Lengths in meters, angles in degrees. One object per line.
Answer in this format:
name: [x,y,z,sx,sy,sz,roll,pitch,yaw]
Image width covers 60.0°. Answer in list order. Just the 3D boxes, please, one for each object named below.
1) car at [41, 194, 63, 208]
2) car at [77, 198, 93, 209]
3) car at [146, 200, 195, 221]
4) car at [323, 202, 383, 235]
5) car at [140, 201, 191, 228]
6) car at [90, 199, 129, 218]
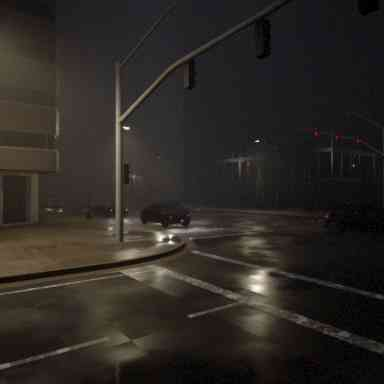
car: [-20.645,1.278,48.834,2.150,2.045,5.566,0,0,-36]
car: [-14.565,1.547,46.389,2.128,1.511,4.902,0,0,-36]
car: [-2.025,1.533,29.217,1.882,1.535,5.008,0,1,-36]
car: [9.316,1.359,17.134,4.553,1.767,2.097,0,0,35]
car: [-2.014,1.581,23.309,1.812,1.442,4.674,0,0,-36]
car: [-7.689,1.656,31.029,1.895,1.301,4.718,0,0,-36]
